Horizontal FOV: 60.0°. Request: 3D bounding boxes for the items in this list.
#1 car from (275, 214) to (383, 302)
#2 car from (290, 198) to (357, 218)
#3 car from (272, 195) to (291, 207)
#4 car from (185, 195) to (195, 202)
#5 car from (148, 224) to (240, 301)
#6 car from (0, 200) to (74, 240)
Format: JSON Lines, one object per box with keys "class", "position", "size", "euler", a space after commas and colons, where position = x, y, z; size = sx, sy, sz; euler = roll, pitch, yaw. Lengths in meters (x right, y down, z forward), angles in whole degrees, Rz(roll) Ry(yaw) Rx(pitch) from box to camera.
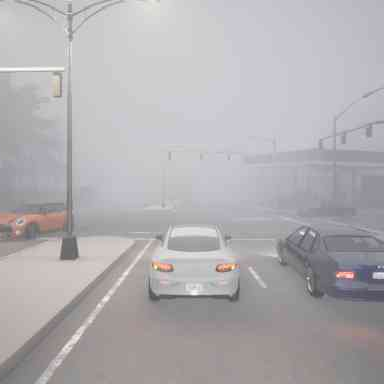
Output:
{"class": "car", "position": [3.518, 1.545, 8.483], "size": [2.033, 1.411, 5.357], "euler": [0, 0, 3]}
{"class": "car", "position": [11.077, 1.481, 27.586], "size": [4.902, 1.511, 2.128], "euler": [0, 0, -1]}
{"class": "car", "position": [12.929, 1.261, 47.798], "size": [2.242, 1.667, 4.611], "euler": [0, 0, 0]}
{"class": "car", "position": [-0.428, 1.428, 72.796], "size": [1.812, 1.442, 4.674], "euler": [0, 0, 0]}
{"class": "car", "position": [0.039, 1.516, 8.178], "size": [1.812, 1.442, 4.674], "euler": [0, 0, 0]}
{"class": "car", "position": [-7.964, 1.314, 16.729], "size": [2.097, 1.767, 4.553], "euler": [1, 0, 12]}
